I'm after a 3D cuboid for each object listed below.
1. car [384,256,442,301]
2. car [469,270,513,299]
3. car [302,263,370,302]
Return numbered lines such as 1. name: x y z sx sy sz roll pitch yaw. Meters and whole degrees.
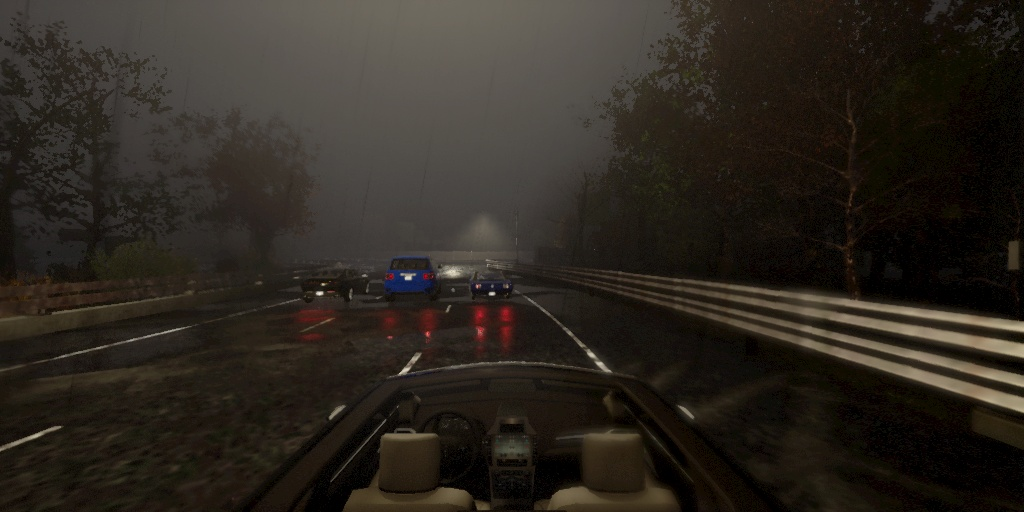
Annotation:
1. car: -4.648 1.006 17.396 2.150 2.045 5.566 0 0 -8
2. car: -1.184 1.364 17.898 1.895 1.301 4.718 0 0 -8
3. car: -8.108 1.264 16.865 1.837 1.490 4.892 0 0 -8
